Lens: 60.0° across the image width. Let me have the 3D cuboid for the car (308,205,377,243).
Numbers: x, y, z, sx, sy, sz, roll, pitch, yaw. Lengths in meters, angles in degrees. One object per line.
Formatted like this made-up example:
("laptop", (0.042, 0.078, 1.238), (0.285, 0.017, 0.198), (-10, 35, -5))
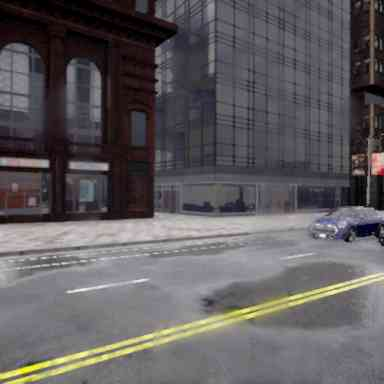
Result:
("car", (8.182, 1.564, 17.507), (4.553, 1.767, 2.097), (1, -1, -35))

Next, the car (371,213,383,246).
("car", (10.246, 1.779, 14.989), (4.181, 1.385, 1.994), (1, -1, -35))
